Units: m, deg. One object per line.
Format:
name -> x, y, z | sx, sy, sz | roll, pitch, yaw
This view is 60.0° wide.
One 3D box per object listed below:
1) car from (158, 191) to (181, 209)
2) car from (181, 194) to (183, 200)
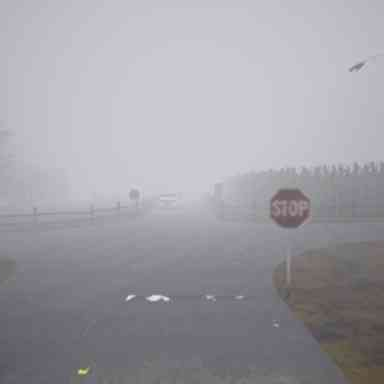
car -> -2.799, 0.954, 40.302 | 2.150, 2.045, 5.566 | 0, 1, 0
car -> -2.692, 0.777, 61.886 | 2.033, 1.411, 5.357 | 0, 1, 0
